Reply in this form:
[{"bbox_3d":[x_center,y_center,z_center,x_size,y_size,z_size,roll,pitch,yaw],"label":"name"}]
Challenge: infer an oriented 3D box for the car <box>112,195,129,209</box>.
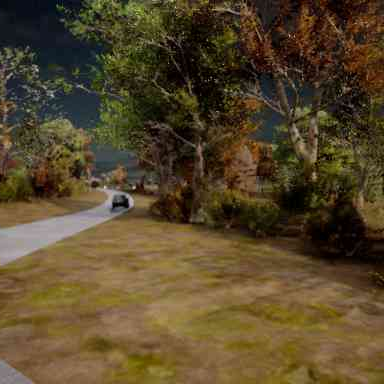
[{"bbox_3d":[-10.634,1.406,49.492,2.150,2.045,5.566,-1,1,-7],"label":"car"}]
